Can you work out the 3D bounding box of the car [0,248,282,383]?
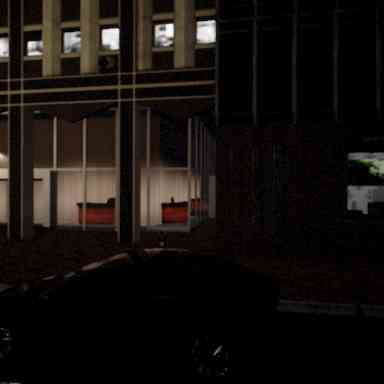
[{"bbox_3d":[-0.914,1.528,4.794,4.313,1.339,1.947,0,0,10],"label":"car"}]
